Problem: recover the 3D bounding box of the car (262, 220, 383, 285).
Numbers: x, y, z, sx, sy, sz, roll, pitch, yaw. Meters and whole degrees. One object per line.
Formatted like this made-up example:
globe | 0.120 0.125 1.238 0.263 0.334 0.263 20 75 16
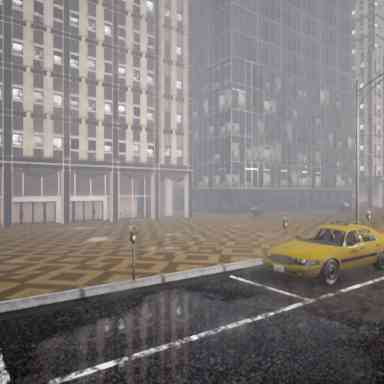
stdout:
car | 4.068 1.525 9.479 4.829 1.417 1.752 0 0 -36
